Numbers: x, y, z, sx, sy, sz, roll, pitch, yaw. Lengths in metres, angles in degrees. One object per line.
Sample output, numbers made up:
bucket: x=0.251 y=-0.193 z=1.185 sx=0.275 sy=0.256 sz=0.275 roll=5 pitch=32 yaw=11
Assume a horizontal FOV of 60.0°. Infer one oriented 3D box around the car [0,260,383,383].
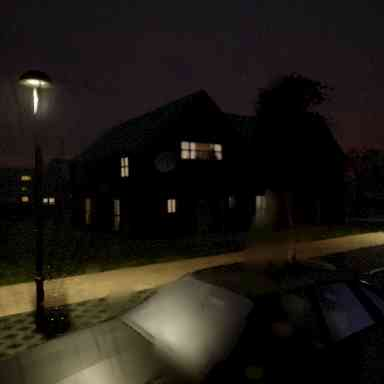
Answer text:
car: x=0.646 y=1.543 z=3.530 sx=5.357 sy=1.411 sz=2.033 roll=0 pitch=0 yaw=-35
